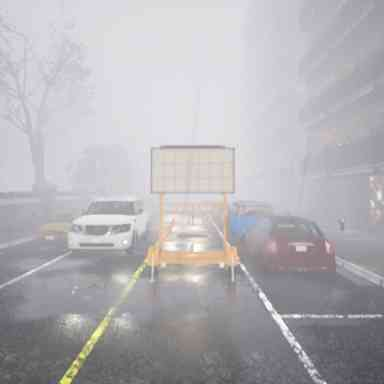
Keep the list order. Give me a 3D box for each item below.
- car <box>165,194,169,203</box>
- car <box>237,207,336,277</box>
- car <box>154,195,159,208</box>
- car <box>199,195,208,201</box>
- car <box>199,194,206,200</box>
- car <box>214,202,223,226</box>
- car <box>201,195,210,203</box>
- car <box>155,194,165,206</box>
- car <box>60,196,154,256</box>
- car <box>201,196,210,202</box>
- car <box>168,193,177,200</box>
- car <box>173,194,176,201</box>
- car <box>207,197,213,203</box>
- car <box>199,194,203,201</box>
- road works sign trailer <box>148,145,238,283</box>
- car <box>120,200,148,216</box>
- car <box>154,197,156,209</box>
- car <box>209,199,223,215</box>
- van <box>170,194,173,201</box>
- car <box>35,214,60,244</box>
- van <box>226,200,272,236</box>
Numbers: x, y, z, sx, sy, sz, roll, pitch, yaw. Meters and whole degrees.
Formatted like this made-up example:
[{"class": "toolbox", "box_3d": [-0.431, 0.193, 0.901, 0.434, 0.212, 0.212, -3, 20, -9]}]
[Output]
[{"class": "car", "box_3d": [-5.570, 1.266, 55.243, 2.192, 1.841, 5.009, 0, 0, 0]}, {"class": "car", "box_3d": [2.713, 1.427, 10.183, 1.967, 1.590, 4.097, 0, 0, 0]}, {"class": "car", "box_3d": [-5.594, 1.494, 43.984, 1.887, 1.381, 4.507, 0, 0, 0]}, {"class": "car", "box_3d": [2.871, 1.525, 83.378, 1.947, 1.339, 4.313, 0, 0, 0]}, {"class": "car", "box_3d": [2.896, 1.407, 94.637, 1.967, 1.590, 4.097, 0, 0, 0]}, {"class": "car", "box_3d": [2.737, 1.540, 21.445, 1.947, 1.339, 4.313, 0, 0, 0]}, {"class": "car", "box_3d": [2.810, 1.533, 55.225, 1.802, 1.307, 4.206, 0, 0, 0]}, {"class": "car", "box_3d": [-5.581, 1.389, 49.612, 1.967, 1.590, 4.097, 0, 0, 0]}, {"class": "car", "box_3d": [-3.071, 1.205, 13.449, 2.150, 2.045, 5.566, 0, 0, 0]}, {"class": "car", "box_3d": [2.847, 1.537, 72.117, 1.802, 1.307, 4.206, 0, 0, 0]}, {"class": "car", "box_3d": [-5.484, 1.282, 94.655, 2.192, 1.841, 5.009, 0, 0, 0]}, {"class": "car", "box_3d": [-5.509, 1.525, 83.395, 1.947, 1.339, 4.313, 0, 0, 0]}, {"class": "car", "box_3d": [2.762, 1.505, 32.706, 1.887, 1.381, 4.507, 0, 0, 0]}, {"class": "car", "box_3d": [2.835, 1.394, 66.486, 1.967, 1.590, 4.097, 0, 0, 0]}, {"class": "road works sign trailer", "box_3d": [0.021, 0.452, 9.638, 2.380, 3.560, 2.880, 0, 0, 0]}, {"class": "car", "box_3d": [-5.618, 1.526, 32.725, 1.947, 1.339, 4.313, 0, 0, 0]}, {"class": "car", "box_3d": [-5.606, 1.536, 38.356, 1.802, 1.307, 4.206, 0, 0, 0]}, {"class": "car", "box_3d": [2.750, 1.518, 27.076, 2.008, 1.369, 4.403, 0, 0, 0]}, {"class": "van", "box_3d": [-5.534, 1.296, 72.135, 1.690, 1.788, 3.998, 0, 0, 0]}, {"class": "car", "box_3d": [-5.655, 1.506, 15.663, 1.752, 1.417, 4.829, 0, 0, 0]}, {"class": "van", "box_3d": [2.726, 1.321, 15.814, 1.690, 1.788, 3.998, 0, 0, 0]}]
